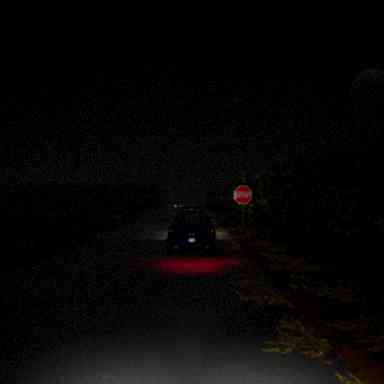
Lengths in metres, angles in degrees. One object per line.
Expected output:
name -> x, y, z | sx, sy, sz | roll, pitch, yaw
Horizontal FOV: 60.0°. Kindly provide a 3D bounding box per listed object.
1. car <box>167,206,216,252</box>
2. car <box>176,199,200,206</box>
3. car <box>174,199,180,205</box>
car -> -0.004, 1.587, 14.480 | 1.882, 1.535, 5.008 | 0, 0, 0
car -> -0.016, 1.665, 29.286 | 2.128, 1.511, 4.902 | 0, 0, 0
car -> -3.157, 2.436, 78.500 | 1.994, 1.385, 4.181 | 0, -2, 0
